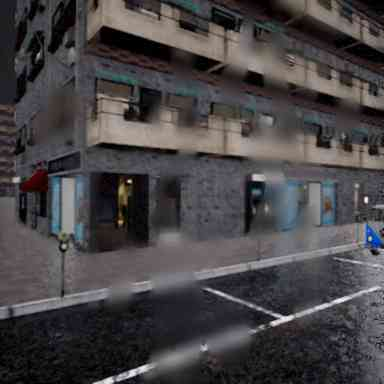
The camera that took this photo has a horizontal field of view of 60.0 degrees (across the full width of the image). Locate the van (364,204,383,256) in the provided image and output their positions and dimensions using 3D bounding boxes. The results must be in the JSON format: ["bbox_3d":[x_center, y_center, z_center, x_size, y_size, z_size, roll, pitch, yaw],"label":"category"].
[{"bbox_3d":[7.591,1.283,11.498,3.998,1.788,1.690,0,1,-35],"label":"van"}]
